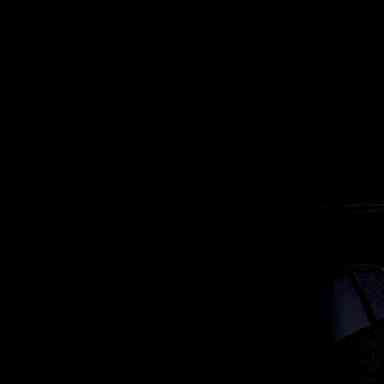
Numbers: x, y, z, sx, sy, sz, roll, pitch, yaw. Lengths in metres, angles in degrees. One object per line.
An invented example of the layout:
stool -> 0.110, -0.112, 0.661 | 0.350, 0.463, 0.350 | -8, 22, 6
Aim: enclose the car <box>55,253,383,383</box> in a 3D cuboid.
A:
car -> 1.300, 1.543, 4.020 | 5.357, 1.411, 2.033 | 0, 0, -36
